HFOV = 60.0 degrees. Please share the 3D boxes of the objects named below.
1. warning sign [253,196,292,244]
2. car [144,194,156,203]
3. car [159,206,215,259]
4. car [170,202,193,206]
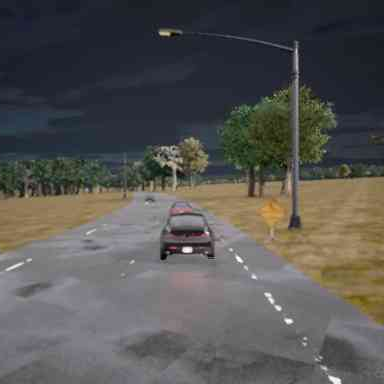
[{"bbox_3d":[3.314,1.125,13.773,1.300,1.860,1.060,0,1,-2],"label":"warning sign"},{"bbox_3d":[-7.176,1.036,57.120,2.033,1.411,5.357,0,1,-6],"label":"car"},{"bbox_3d":[-0.191,1.520,12.694,1.837,1.490,4.892,0,0,-1],"label":"car"},{"bbox_3d":[-0.885,1.493,27.863,1.994,1.385,4.181,0,1,-3],"label":"car"}]
